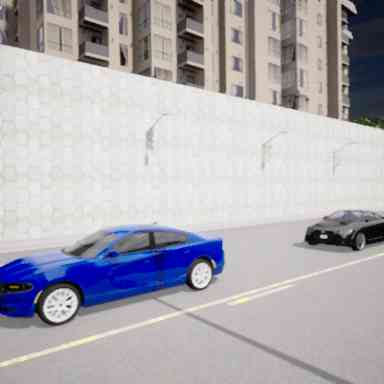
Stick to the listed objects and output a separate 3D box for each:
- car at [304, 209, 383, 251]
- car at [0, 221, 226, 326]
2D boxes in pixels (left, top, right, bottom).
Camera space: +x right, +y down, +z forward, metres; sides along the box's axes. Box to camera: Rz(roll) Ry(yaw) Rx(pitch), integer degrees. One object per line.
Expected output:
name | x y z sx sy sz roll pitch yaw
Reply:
car | 6.377 1.410 13.332 4.181 1.385 1.994 -1 0 -37
car | -1.488 1.472 7.316 5.008 1.535 1.882 -1 0 -37
